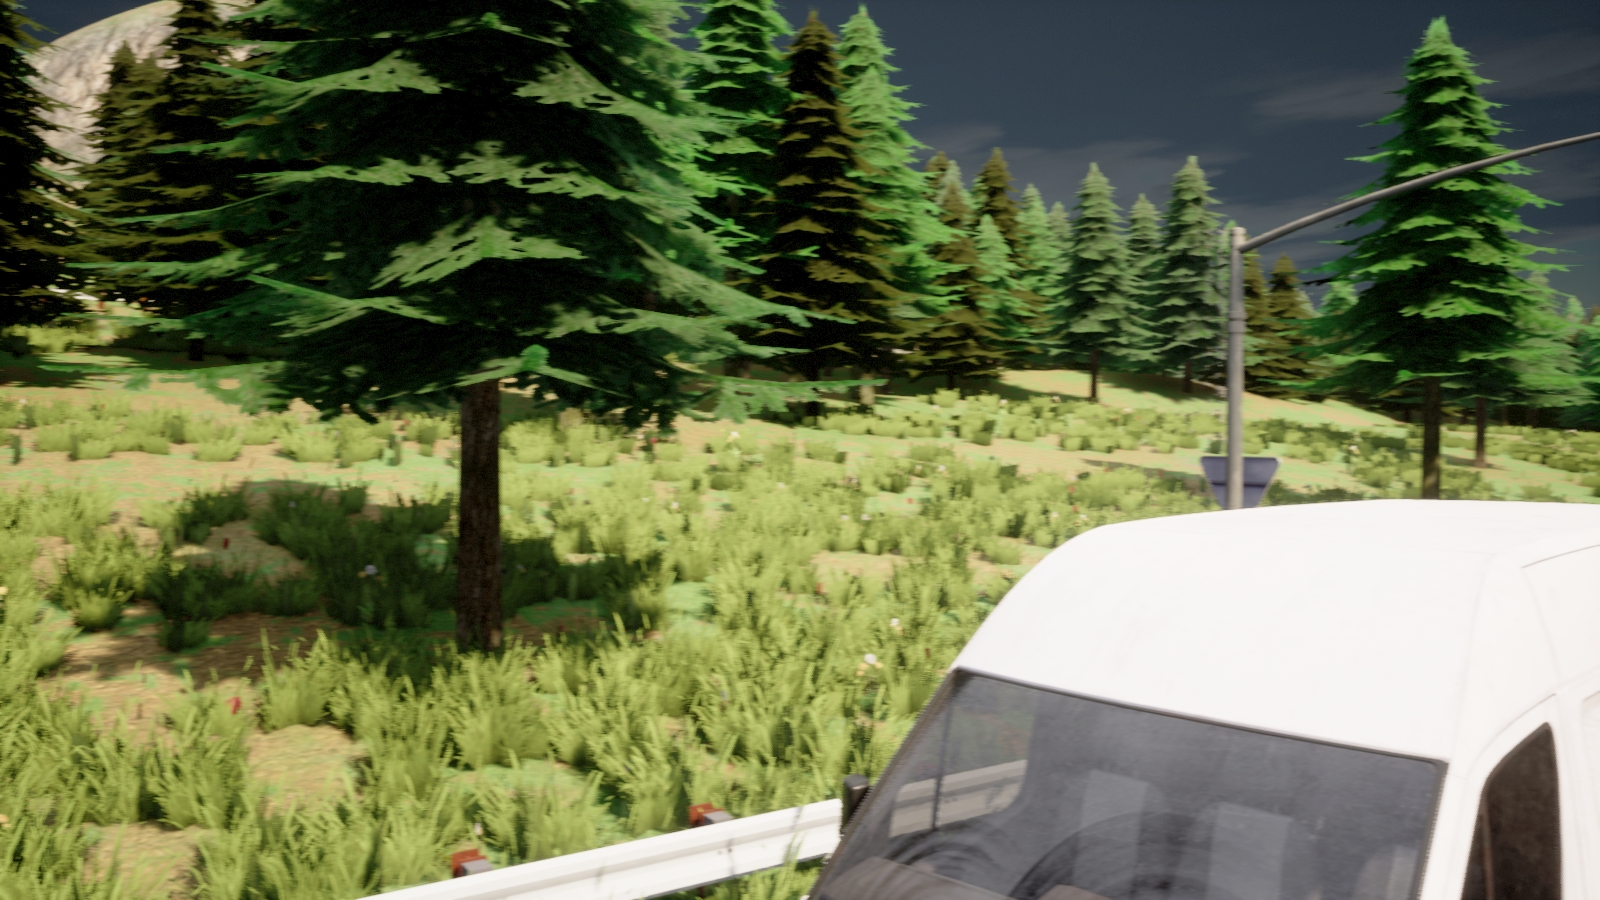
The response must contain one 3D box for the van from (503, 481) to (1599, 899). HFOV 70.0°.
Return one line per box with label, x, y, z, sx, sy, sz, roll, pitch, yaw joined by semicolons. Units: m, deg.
van;2.065;1.473;4.316;5.915;2.561;1.988;0;0;-42
